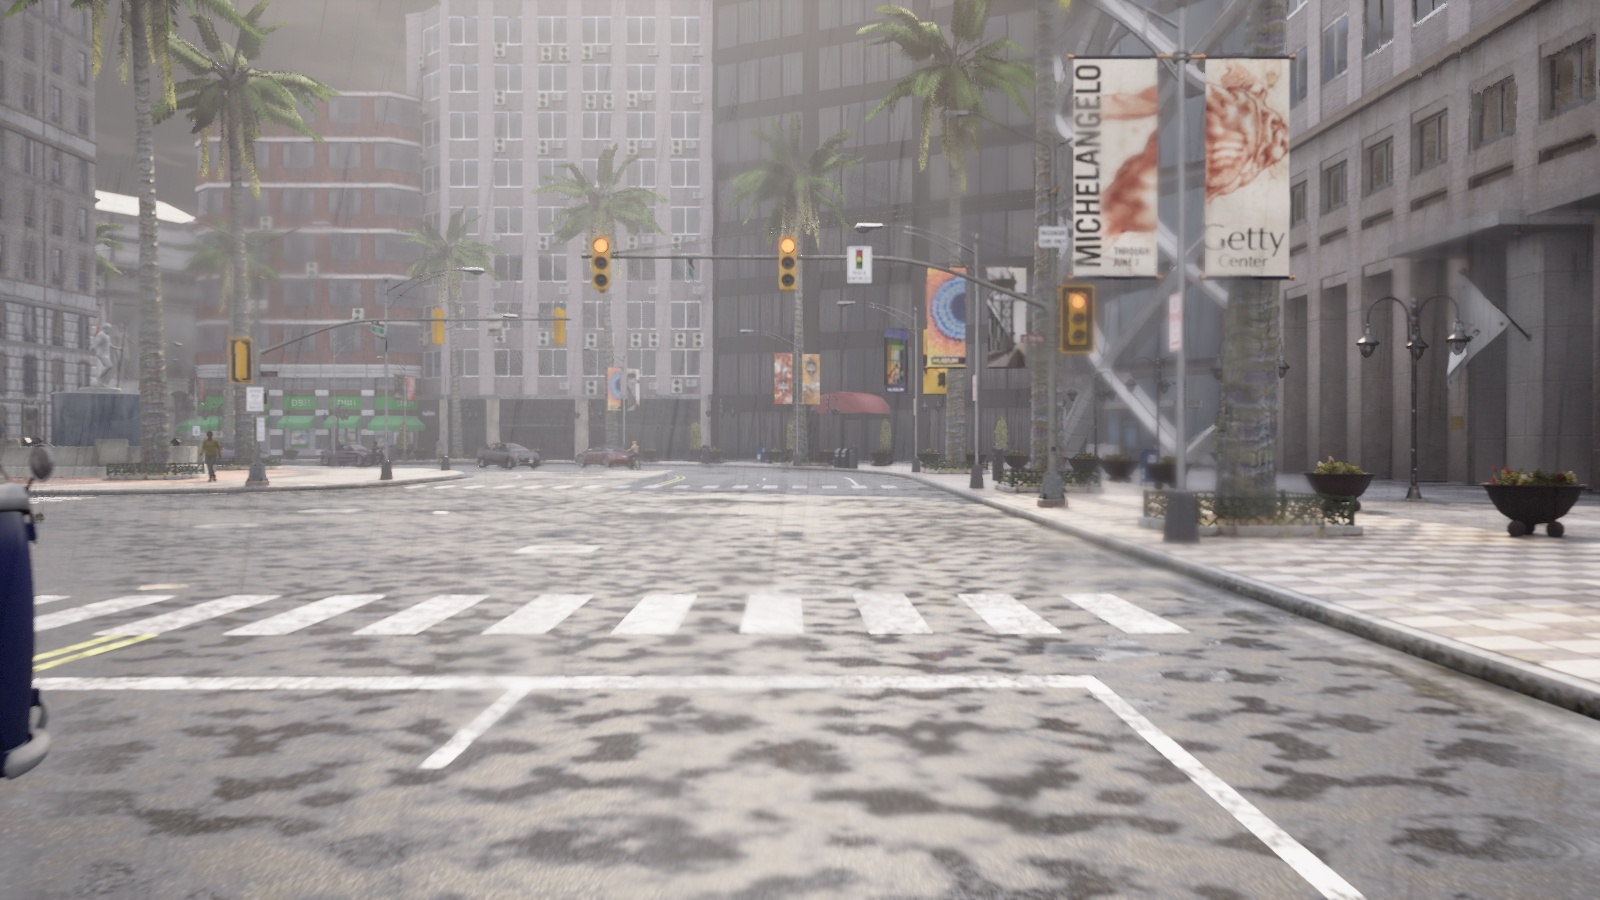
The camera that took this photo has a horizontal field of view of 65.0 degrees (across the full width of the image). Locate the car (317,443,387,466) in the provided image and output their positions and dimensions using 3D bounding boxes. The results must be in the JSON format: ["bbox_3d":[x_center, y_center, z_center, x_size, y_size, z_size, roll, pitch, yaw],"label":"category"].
[{"bbox_3d":[-29.383,0.272,82.404,4.193,1.474,1.816,0,0,22],"label":"car"}]

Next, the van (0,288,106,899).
[{"bbox_3d":[-3.466,0.483,2.427,1.775,1.987,4.442,0,0,0],"label":"van"}]

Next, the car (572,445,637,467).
[{"bbox_3d":[-12.441,0.351,79.660,4.181,1.385,1.994,0,0,45],"label":"car"}]

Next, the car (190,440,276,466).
[{"bbox_3d":[-36.670,0.189,81.218,4.856,1.649,2.033,0,0,13],"label":"car"}]

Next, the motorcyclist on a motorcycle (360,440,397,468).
[{"bbox_3d":[-25.716,0.245,76.587,2.350,1.649,0.766,0,1,30],"label":"motorcyclist on a motorcycle"}]

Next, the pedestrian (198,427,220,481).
[{"bbox_3d":[-20.446,0.142,43.482,0.431,1.840,0.709,0,0,-1],"label":"pedestrian"}]

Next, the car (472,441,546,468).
[{"bbox_3d":[-17.324,0.259,74.634,4.514,1.525,2.007,0,0,41],"label":"car"}]
